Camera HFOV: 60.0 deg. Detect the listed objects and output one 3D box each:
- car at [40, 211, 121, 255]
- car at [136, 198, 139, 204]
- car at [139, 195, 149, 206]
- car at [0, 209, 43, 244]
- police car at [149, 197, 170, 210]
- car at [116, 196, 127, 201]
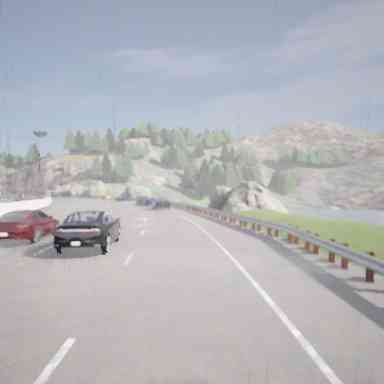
[{"bbox_3d":[-4.052,1.504,13.491,2.128,1.511,4.902,0,0,-4],"label":"car"},{"bbox_3d":[-8.821,1.384,60.372,2.097,1.767,4.553,0,0,-18],"label":"car"},{"bbox_3d":[-6.878,1.505,54.137,1.882,1.535,5.008,0,0,-16],"label":"car"},{"bbox_3d":[-7.748,1.548,15.706,1.812,1.442,4.674,0,0,-5],"label":"car"},{"bbox_3d":[-4.119,1.444,43.672,1.930,1.638,5.238,0,0,-13],"label":"police car"},{"bbox_3d":[-16.610,1.517,77.987,1.895,1.301,4.718,0,0,-24],"label":"car"}]
